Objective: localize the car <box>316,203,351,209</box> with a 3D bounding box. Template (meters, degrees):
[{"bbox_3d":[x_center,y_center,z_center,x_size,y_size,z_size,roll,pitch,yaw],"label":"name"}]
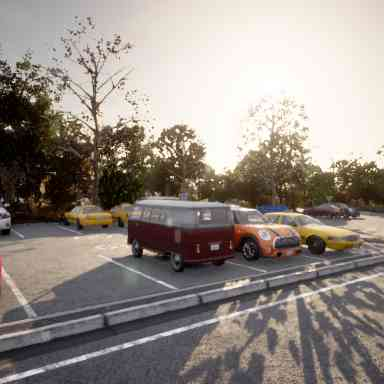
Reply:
[{"bbox_3d":[14.513,2.115,36.798,2.002,1.452,4.674,2,-1,-36],"label":"car"}]

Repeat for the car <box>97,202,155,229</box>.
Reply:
[{"bbox_3d":[-4.751,1.529,23.196,1.946,1.575,5.366,1,-1,-36],"label":"car"}]

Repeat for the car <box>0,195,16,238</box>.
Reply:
[{"bbox_3d":[-11.424,1.205,18.130,2.435,2.045,5.566,0,0,-36],"label":"car"}]

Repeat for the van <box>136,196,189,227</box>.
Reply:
[{"bbox_3d":[-2.305,1.345,24.585,1.878,1.987,4.442,1,-1,-36],"label":"van"}]

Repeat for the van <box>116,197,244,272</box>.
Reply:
[{"bbox_3d":[-0.632,1.265,10.960,1.878,1.987,4.442,1,0,-36],"label":"van"}]

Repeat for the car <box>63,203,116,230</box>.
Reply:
[{"bbox_3d":[-6.911,1.498,21.642,1.946,1.575,5.366,1,0,-36],"label":"car"}]

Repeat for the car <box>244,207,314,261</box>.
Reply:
[{"bbox_3d":[1.881,1.395,12.665,2.185,1.767,4.553,1,-1,-36],"label":"car"}]

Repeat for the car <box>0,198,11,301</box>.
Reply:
[{"bbox_3d":[-5.603,1.198,7.266,2.435,2.045,5.566,0,0,-36],"label":"car"}]

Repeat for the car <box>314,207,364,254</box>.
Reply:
[{"bbox_3d":[4.374,1.558,14.193,1.946,1.575,5.366,1,-1,-36],"label":"car"}]
